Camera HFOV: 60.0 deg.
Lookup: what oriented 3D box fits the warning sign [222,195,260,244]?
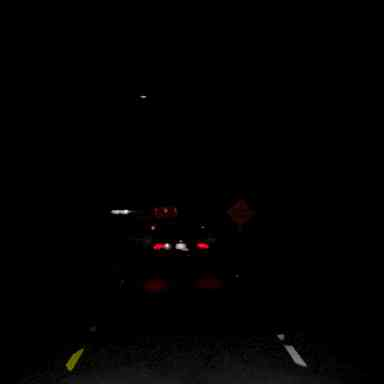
[{"bbox_3d":[2.062,1.146,14.166,1.300,1.860,1.060,3,3,-5],"label":"warning sign"}]

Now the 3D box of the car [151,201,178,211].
[{"bbox_3d":[-2.405,1.535,28.710,2.097,1.767,4.553,-1,-1,-9],"label":"car"}]

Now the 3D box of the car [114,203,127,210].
[{"bbox_3d":[-12.203,2.452,56.868,1.895,1.301,4.718,-1,-1,-17],"label":"car"}]

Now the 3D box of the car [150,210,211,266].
[{"bbox_3d":[-0.470,1.573,11.712,2.033,1.411,5.357,0,0,-4],"label":"car"}]
